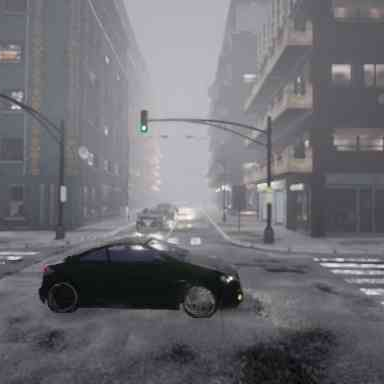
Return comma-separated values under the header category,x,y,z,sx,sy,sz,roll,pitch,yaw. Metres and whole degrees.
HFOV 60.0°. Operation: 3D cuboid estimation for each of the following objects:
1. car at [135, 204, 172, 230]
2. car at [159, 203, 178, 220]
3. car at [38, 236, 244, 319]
category,x,y,z,sx,sy,sz,roll,pitch,yaw
car,-2.903,1.898,24.364,2.128,1.511,4.902,1,-1,0
car,-2.931,1.952,35.212,2.097,1.767,4.553,1,-1,0
car,-1.008,1.691,7.199,4.181,1.385,1.994,0,-1,4
